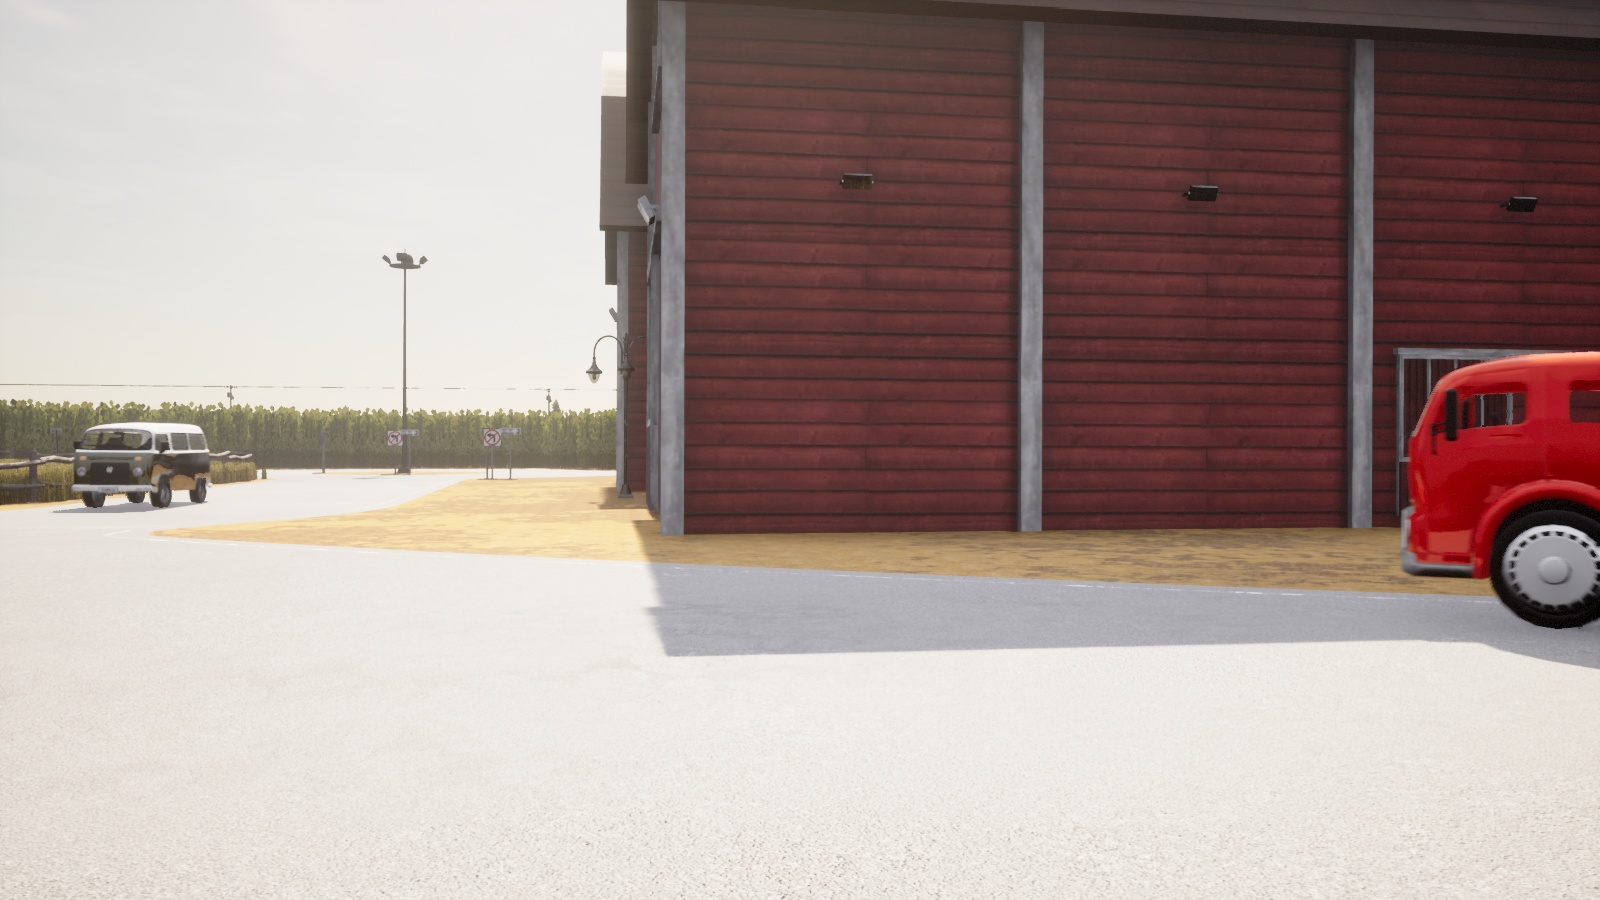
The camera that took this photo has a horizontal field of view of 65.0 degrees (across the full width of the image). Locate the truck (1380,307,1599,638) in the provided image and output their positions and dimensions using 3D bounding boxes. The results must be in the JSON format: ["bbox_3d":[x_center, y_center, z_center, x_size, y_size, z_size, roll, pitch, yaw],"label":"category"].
[{"bbox_3d":[7.593,0.177,9.914,5.204,2.467,2.627,0,0,31],"label":"truck"}]

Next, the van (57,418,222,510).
[{"bbox_3d":[-15.924,0.316,30.555,2.069,2.038,4.480,1,0,-7],"label":"van"}]
